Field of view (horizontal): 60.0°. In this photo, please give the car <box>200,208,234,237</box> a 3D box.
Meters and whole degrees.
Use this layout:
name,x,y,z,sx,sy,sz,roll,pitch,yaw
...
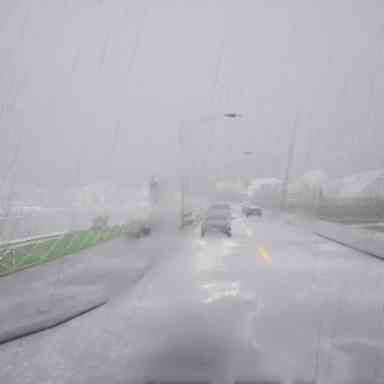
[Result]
name,x,y,z,sx,sy,sz,roll,pitch,yaw
car,1.667,2.067,22.020,1.837,1.490,4.892,-1,-1,6

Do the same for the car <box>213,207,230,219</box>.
name,x,y,z,sx,sy,sz,roll,pitch,yaw
car,3.778,2.613,41.852,1.994,1.385,4.181,-1,-2,6

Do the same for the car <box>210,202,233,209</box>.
name,x,y,z,sx,sy,sz,roll,pitch,yaw
car,2.690,2.025,31.845,2.150,2.045,5.566,-1,-2,6

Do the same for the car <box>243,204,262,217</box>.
name,x,y,z,sx,sy,sz,roll,pitch,yaw
car,8.120,2.505,43.861,1.882,1.535,5.008,-1,-2,7
